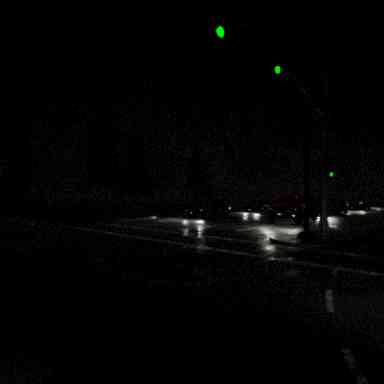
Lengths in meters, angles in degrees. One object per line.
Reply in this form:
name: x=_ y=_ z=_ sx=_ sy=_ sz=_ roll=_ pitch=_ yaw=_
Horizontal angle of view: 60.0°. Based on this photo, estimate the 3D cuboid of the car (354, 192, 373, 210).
car: x=19.891 y=1.227 z=40.049 sx=2.097 sy=1.767 sz=4.553 roll=0 pitch=0 yaw=38

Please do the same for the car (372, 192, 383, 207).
car: x=26.493 y=1.081 z=48.270 sx=2.150 sy=2.045 sz=5.566 roll=0 pitch=0 yaw=39

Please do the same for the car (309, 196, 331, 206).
car: x=19.679 y=1.345 z=50.959 sx=1.812 sy=1.442 sz=4.674 roll=0 pitch=0 yaw=39

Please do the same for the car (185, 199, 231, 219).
car: x=1.428 y=1.369 z=27.999 sx=1.837 sy=1.490 sz=4.892 roll=0 pitch=0 yaw=38

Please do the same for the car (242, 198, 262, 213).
car: x=7.467 y=1.397 z=35.642 sx=2.033 sy=1.411 sz=5.357 roll=0 pitch=0 yaw=38

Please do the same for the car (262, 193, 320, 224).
car: x=7.549 y=1.128 z=24.451 sx=2.150 sy=2.045 sz=5.566 roll=0 pitch=0 yaw=38

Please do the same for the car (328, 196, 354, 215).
car: x=13.703 y=1.382 z=32.241 sx=2.128 sy=1.511 sz=4.902 roll=0 pitch=0 yaw=38

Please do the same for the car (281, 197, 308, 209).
car: x=13.291 y=1.399 z=42.983 sx=1.994 sy=1.385 sz=4.181 roll=0 pitch=0 yaw=38
